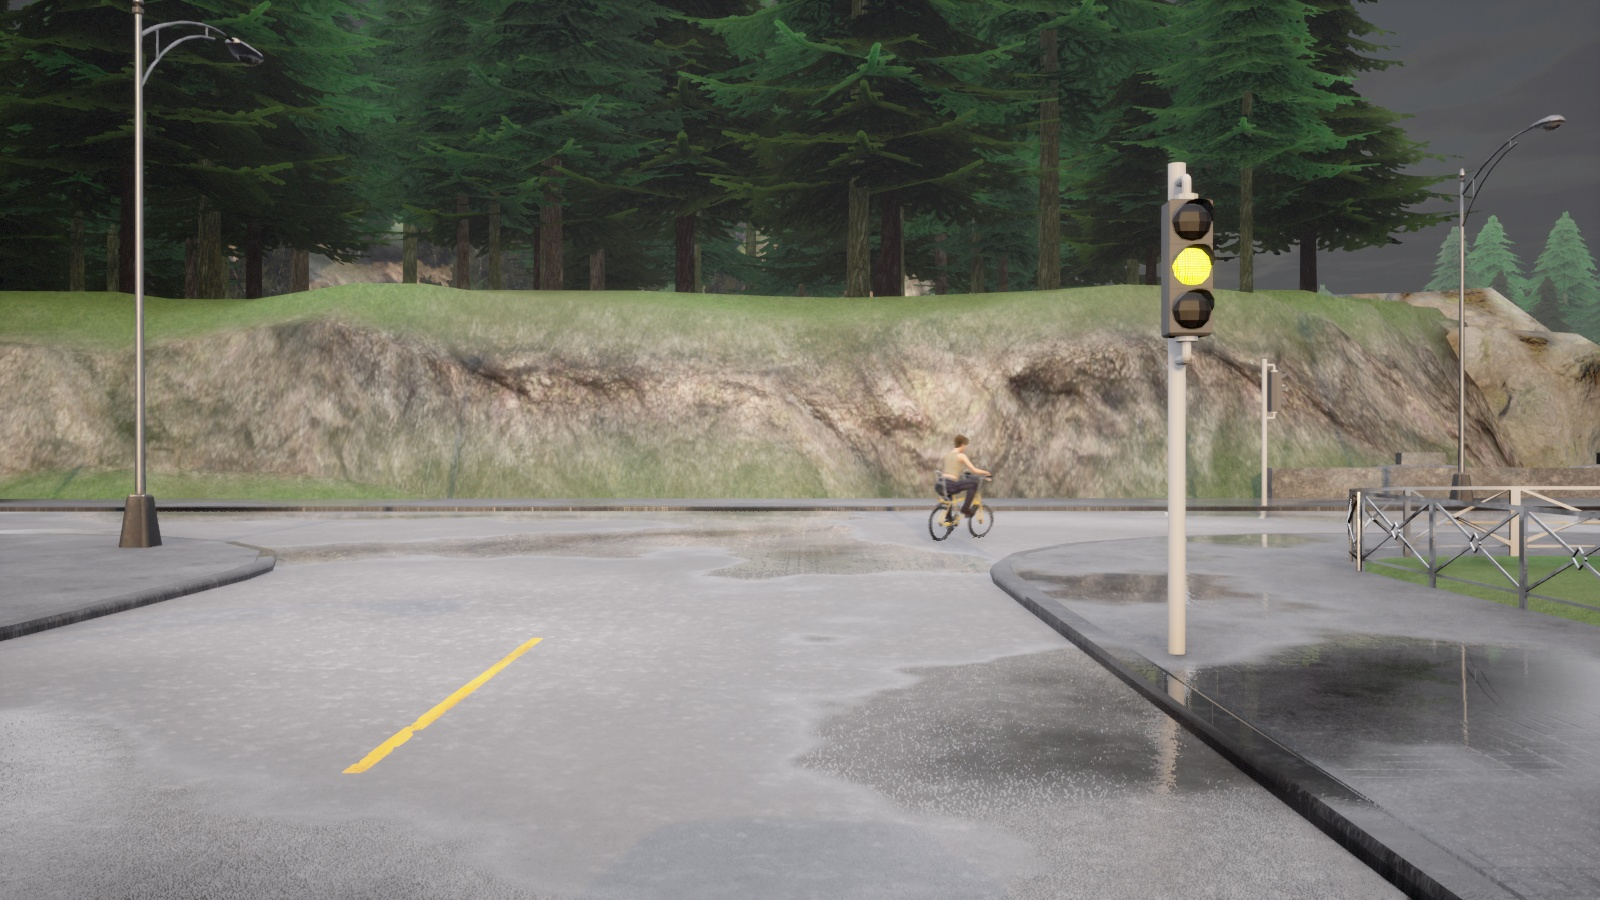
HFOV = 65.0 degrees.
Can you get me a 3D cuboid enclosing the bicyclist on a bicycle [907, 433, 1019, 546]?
[{"bbox_3d":[2.503,0.576,19.253,1.509,1.612,0.866,0,3,-43],"label":"bicyclist on a bicycle"}]
